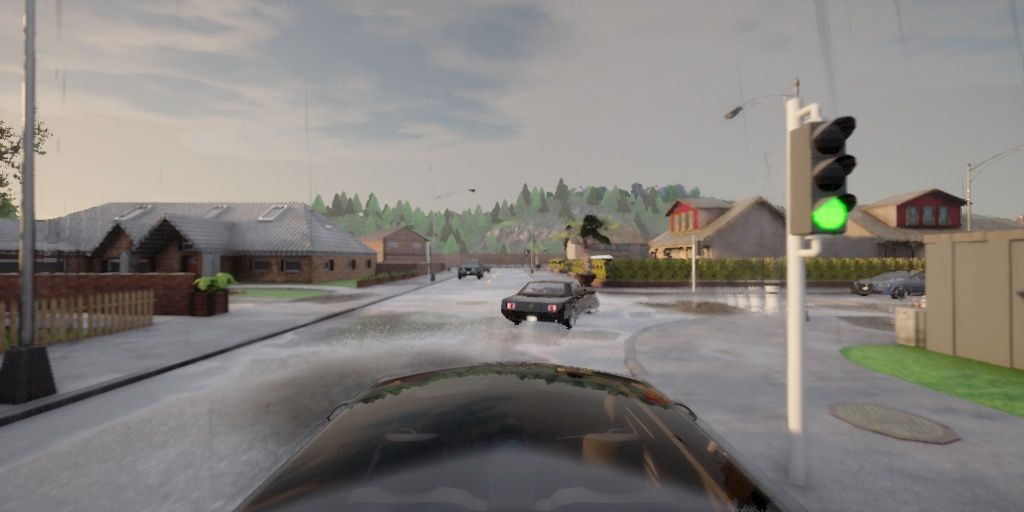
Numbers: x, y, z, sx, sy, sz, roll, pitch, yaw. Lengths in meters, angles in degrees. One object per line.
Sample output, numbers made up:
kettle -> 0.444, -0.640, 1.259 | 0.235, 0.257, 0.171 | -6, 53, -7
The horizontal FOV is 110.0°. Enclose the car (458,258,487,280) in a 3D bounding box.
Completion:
car -> -4.084, 1.248, 36.227 | 2.150, 2.045, 5.566 | 0, 0, 0

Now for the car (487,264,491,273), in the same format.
car -> -4.060, 1.742, 50.580 | 1.895, 1.301, 4.718 | 0, 0, 1

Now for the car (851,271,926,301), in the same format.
car -> 19.768, 1.446, 18.046 | 4.181, 1.385, 1.994 | 0, 0, 0

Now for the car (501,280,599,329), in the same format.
car -> 1.470, 1.432, 11.788 | 1.895, 1.301, 4.718 | 0, -1, 24
